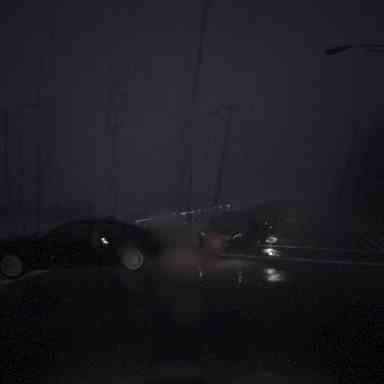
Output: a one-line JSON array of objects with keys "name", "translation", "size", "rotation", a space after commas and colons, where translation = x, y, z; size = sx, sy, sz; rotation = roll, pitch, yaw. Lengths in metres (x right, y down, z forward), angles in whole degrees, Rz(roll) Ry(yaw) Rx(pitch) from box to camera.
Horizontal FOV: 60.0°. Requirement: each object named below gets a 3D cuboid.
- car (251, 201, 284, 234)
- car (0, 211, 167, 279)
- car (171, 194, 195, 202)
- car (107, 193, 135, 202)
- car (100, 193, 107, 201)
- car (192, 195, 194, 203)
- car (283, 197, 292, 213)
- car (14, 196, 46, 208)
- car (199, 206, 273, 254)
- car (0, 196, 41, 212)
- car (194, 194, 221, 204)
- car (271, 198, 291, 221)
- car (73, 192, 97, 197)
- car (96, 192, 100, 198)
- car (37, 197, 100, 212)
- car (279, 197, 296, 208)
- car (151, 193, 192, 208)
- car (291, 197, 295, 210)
[{"name": "car", "translation": [4.036, 1.491, 19.237], "size": [1.837, 1.490, 4.892], "rotation": [0, 0, 19]}, {"name": "car", "translation": [-3.257, 1.476, 9.828], "size": [5.008, 1.535, 1.882], "rotation": [0, 0, -15]}, {"name": "car", "translation": [-1.853, 1.260, 68.644], "size": [4.514, 1.523, 2.007], "rotation": [0, 0, 19]}, {"name": "car", "translation": [-13.569, 1.048, 65.307], "size": [4.605, 1.855, 1.932], "rotation": [0, 0, 19]}, {"name": "car", "translation": [-19.954, 1.016, 70.958], "size": [3.866, 1.878, 1.905], "rotation": [0, 0, 19]}, {"name": "car", "translation": [-2.262, 1.054, 44.614], "size": [3.866, 1.878, 1.905], "rotation": [0, 0, 19]}, {"name": "car", "translation": [7.864, 1.488, 30.434], "size": [1.837, 1.490, 4.892], "rotation": [0, 0, 19]}, {"name": "car", "translation": [-21.533, 1.274, 44.304], "size": [3.633, 1.501, 1.845], "rotation": [0, 0, 19]}, {"name": "car", "translation": [1.871, 1.515, 13.836], "size": [1.812, 1.442, 4.674], "rotation": [0, 0, 25]}, {"name": "car", "translation": [-15.003, 1.356, 29.404], "size": [3.806, 1.475, 1.970], "rotation": [0, 0, 19]}, {"name": "car", "translation": [1.869, 1.128, 56.723], "size": [5.027, 1.636, 2.152], "rotation": [0, 0, 19]}, {"name": "car", "translation": [5.967, 1.476, 24.877], "size": [2.128, 1.511, 4.902], "rotation": [0, 0, 19]}, {"name": "car", "translation": [-18.265, 1.250, 53.748], "size": [4.514, 1.523, 2.007], "rotation": [0, 0, 19]}, {"name": "car", "translation": [-21.607, 1.300, 68.010], "size": [3.806, 1.475, 1.970], "rotation": [0, 0, 19]}, {"name": "car", "translation": [-8.942, 1.356, 24.187], "size": [3.633, 1.501, 1.845], "rotation": [0, 0, 19]}, {"name": "car", "translation": [13.716, 1.470, 47.584], "size": [2.128, 1.511, 4.902], "rotation": [0, 0, 19]}, {"name": "car", "translation": [-2.810, 1.076, 41.731], "size": [4.605, 1.855, 1.932], "rotation": [0, 0, 19]}, {"name": "car", "translation": [9.924, 1.545, 36.465], "size": [1.994, 1.385, 4.181], "rotation": [0, 0, 19]}]
